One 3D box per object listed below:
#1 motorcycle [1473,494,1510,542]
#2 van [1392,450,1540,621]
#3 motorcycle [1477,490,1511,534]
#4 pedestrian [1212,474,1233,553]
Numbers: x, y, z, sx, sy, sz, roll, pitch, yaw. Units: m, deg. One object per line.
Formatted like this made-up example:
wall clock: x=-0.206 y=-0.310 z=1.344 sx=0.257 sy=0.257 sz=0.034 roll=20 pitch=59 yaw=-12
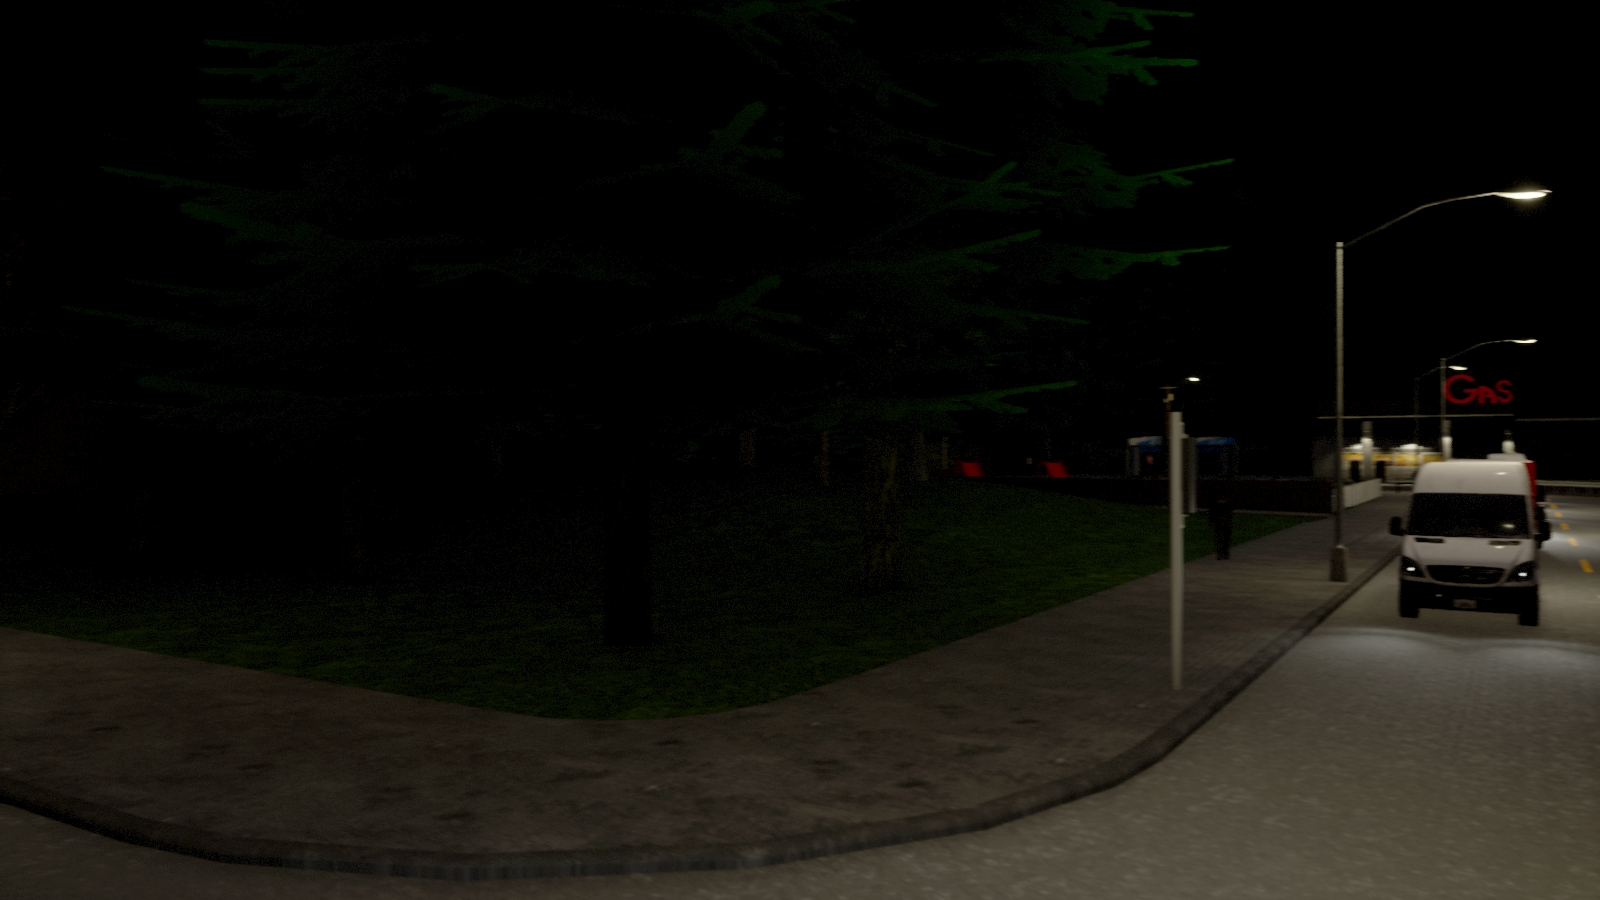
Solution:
motorcycle: x=19.815 y=1.924 z=32.722 sx=0.856 sy=1.236 sz=1.805 roll=0 pitch=0 yaw=32
van: x=11.881 y=1.292 z=20.243 sx=1.988 sy=2.561 sz=5.915 roll=0 pitch=0 yaw=32
motorcycle: x=21.990 y=1.943 z=36.187 sx=0.867 sy=1.251 sz=2.209 roll=0 pitch=0 yaw=32
pedestrian: x=10.089 y=1.507 z=27.284 sx=0.375 sy=1.860 sz=0.375 roll=0 pitch=0 yaw=33
